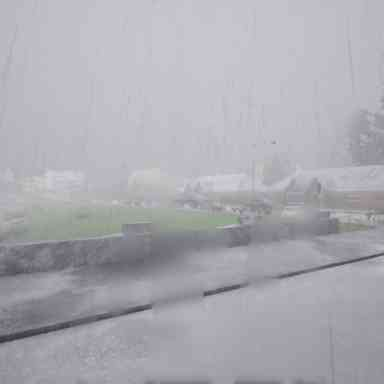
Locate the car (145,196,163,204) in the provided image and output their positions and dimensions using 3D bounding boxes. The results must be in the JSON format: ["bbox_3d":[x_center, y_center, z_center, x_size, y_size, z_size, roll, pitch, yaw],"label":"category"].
[{"bbox_3d":[-7.606,1.478,65.827,1.882,1.535,5.008,0,0,-35],"label":"car"}]

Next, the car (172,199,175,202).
[{"bbox_3d":[-1.684,1.478,57.590,1.882,1.535,5.008,0,0,-35],"label":"car"}]

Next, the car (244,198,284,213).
[{"bbox_3d":[7.930,1.505,36.940,1.837,1.490,4.892,0,0,-35],"label":"car"}]

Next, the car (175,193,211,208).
[{"bbox_3d":[0.325,1.223,47.636,2.150,2.045,5.566,0,0,-35],"label":"car"}]
